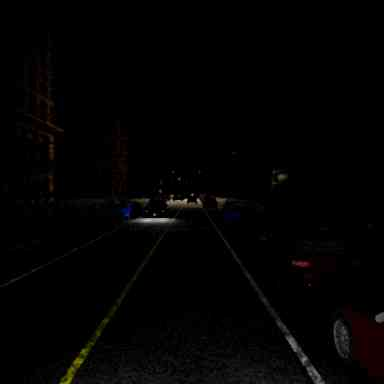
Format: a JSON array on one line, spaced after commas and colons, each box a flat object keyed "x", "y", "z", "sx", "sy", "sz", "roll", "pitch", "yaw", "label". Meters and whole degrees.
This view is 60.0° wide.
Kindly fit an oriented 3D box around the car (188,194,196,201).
[{"x": 0.007, "y": 1.275, "z": 81.798, "sx": 2.128, "sy": 1.511, "sz": 4.902, "roll": 0, "pitch": 0, "yaw": 0, "label": "car"}]

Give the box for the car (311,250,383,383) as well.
[{"x": 2.760, "y": 1.579, "z": 2.969, "sx": 1.802, "sy": 1.307, "sz": 4.206, "roll": 0, "pitch": 0, "yaw": 0, "label": "car"}]

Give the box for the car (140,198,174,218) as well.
[{"x": -3.096, "y": 1.513, "z": 30.347, "sx": 2.033, "sy": 1.411, "sz": 5.357, "roll": 0, "pitch": 0, "yaw": 0, "label": "car"}]

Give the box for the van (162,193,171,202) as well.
[{"x": -5.759, "y": 1.238, "z": 76.297, "sx": 1.690, "sy": 1.788, "sz": 3.998, "roll": 0, "pitch": 0, "yaw": 0, "label": "van"}]

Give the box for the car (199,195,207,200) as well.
[{"x": 2.768, "y": 1.423, "z": 87.580, "sx": 2.008, "sy": 1.369, "sz": 4.403, "roll": 0, "pitch": 0, "yaw": 0, "label": "car"}]

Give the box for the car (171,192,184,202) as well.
[{"x": -2.994, "y": 1.122, "z": 72.322, "sx": 2.150, "sy": 2.045, "sz": 5.566, "roll": 0, "pitch": 0, "yaw": 0, "label": "car"}]

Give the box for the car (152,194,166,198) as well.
[{"x": -5.761, "y": 1.376, "z": 53.733, "sx": 1.967, "sy": 1.590, "sz": 4.097, "roll": 0, "pitch": 0, "yaw": 0, "label": "car"}]

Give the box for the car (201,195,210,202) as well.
[{"x": 2.766, "y": 1.432, "z": 70.827, "sx": 1.752, "sy": 1.417, "sz": 4.829, "roll": 0, "pitch": 0, "yaw": 0, "label": "car"}]

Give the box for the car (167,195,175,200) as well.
[{"x": -5.757, "y": 1.411, "z": 93.220, "sx": 2.008, "sy": 1.369, "sz": 4.403, "roll": 0, "pitch": 0, "yaw": 0, "label": "car"}]

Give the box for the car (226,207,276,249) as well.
[{"x": 2.761, "y": 1.550, "z": 14.250, "sx": 1.947, "sy": 1.339, "sz": 4.313, "roll": 0, "pitch": 0, "yaw": 0, "label": "car"}]

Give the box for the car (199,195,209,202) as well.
[{"x": 2.767, "y": 1.447, "z": 76.297, "sx": 2.008, "sy": 1.369, "sz": 4.403, "roll": 0, "pitch": 0, "yaw": 0, "label": "car"}]

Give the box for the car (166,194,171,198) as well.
[{"x": -5.759, "y": 1.484, "z": 65.016, "sx": 1.947, "sy": 1.339, "sz": 4.313, "roll": 0, "pitch": 0, "yaw": 0, "label": "car"}]

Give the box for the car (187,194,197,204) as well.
[{"x": 0.006, "y": 1.448, "z": 62.485, "sx": 1.812, "sy": 1.442, "sz": 4.674, "roll": 0, "pitch": 0, "yaw": 0, "label": "car"}]

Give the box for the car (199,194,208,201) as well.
[{"x": 2.767, "y": 1.325, "z": 81.939, "sx": 1.967, "sy": 1.590, "sz": 4.097, "roll": 0, "pitch": 0, "yaw": 0, "label": "car"}]

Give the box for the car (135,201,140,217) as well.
[{"x": -5.763, "y": 1.510, "z": 31.170, "sx": 1.887, "sy": 1.381, "sz": 4.507, "roll": 0, "pitch": 0, "yaw": 0, "label": "car"}]

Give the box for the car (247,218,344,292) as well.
[{"x": 2.761, "y": 1.573, "z": 8.610, "sx": 1.802, "sy": 1.307, "sz": 4.206, "roll": 0, "pitch": 0, "yaw": 0, "label": "car"}]

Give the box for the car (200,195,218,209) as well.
[{"x": 2.364, "y": 1.427, "z": 44.190, "sx": 1.882, "sy": 1.535, "sz": 5.008, "roll": 0, "pitch": 0, "yaw": 0, "label": "car"}]

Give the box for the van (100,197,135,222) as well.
[{"x": -5.764, "y": 1.313, "z": 25.529, "sx": 1.690, "sy": 1.788, "sz": 3.998, "roll": 0, "pitch": 0, "yaw": 0, "label": "van"}]

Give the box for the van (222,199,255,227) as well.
[{"x": 2.761, "y": 1.319, "z": 19.891, "sx": 1.690, "sy": 1.788, "sz": 3.998, "roll": 0, "pitch": 0, "yaw": 0, "label": "van"}]
